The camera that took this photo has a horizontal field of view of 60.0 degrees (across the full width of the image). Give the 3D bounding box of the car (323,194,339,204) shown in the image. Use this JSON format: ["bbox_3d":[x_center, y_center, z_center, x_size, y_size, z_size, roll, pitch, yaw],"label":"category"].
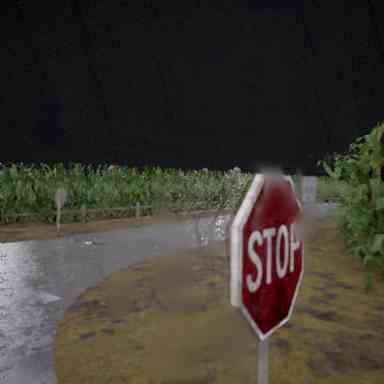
[{"bbox_3d":[19.944,0.834,46.275,2.033,1.411,5.357,1,2,38],"label":"car"}]
